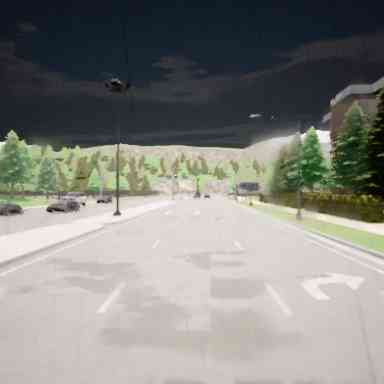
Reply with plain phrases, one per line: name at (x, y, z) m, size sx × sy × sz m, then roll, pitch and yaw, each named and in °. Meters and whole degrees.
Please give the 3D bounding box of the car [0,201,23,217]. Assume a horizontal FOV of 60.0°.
car at (-17.702, 1.554, 31.121) m, size 1.994 × 1.385 × 4.181 m, roll 0°, pitch 0°, yaw 3°

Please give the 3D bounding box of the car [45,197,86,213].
car at (-13.943, 1.539, 36.403) m, size 2.033 × 1.411 × 5.357 m, roll 0°, pitch 0°, yaw 3°

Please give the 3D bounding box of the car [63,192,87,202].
car at (-16.910, 1.020, 47.680) m, size 2.150 × 2.045 × 5.566 m, roll 0°, pitch 0°, yaw 2°

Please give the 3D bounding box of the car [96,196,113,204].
car at (-16.266, 1.536, 62.441) m, size 2.033 × 1.411 × 5.357 m, roll 0°, pitch 0°, yaw 2°
